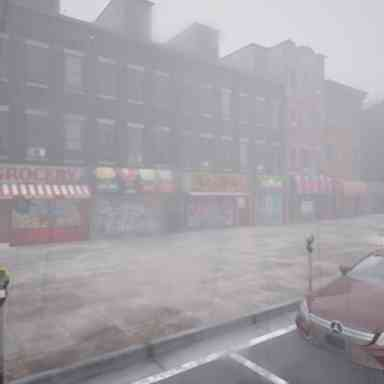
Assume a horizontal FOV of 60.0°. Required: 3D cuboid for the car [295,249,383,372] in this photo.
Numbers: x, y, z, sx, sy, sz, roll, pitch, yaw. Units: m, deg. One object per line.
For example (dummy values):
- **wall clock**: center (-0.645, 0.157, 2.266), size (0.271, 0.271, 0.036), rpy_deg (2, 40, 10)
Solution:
- **car**: center (3.448, 1.591, 5.271), size (4.206, 1.307, 1.802), rpy_deg (0, 0, -36)
